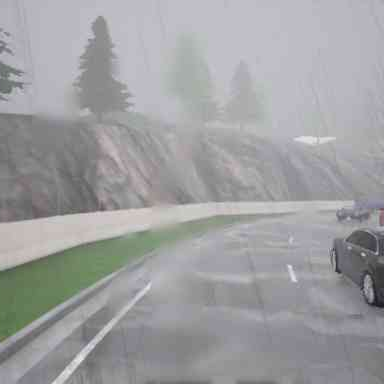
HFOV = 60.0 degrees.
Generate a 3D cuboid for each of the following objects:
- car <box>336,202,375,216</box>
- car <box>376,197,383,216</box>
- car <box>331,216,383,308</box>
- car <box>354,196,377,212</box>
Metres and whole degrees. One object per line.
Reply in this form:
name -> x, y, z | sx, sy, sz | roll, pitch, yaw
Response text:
car -> 13.767, 1.813, 28.127 | 1.895, 1.301, 4.718 | 0, 0, 37
car -> 11.363, 1.379, 17.602 | 2.150, 2.045, 5.566 | 0, 0, 25
car -> 4.689, 1.572, 7.893 | 1.837, 1.490, 4.892 | 0, 0, 10
car -> 22.400, 1.553, 41.367 | 5.566, 2.045, 2.150 | 0, 0, -33
